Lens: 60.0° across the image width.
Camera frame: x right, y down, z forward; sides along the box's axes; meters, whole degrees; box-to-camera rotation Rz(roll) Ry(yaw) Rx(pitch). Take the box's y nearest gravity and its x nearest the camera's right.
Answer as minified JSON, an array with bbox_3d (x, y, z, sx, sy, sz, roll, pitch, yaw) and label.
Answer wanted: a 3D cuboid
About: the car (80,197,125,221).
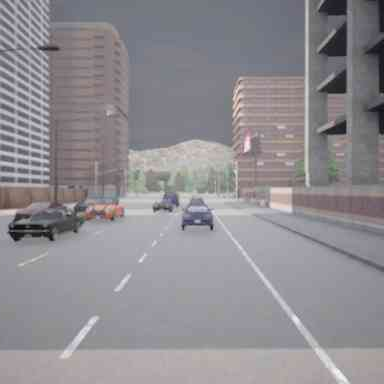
[{"bbox_3d":[-6.712,1.229,26.049,2.097,1.767,4.553,0,0,1],"label":"car"}]

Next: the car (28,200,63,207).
[{"bbox_3d":[-10.279,1.367,23.068,1.882,1.535,5.008,0,0,2],"label":"car"}]

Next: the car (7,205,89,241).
[{"bbox_3d":[-6.897,1.523,16.242,1.895,1.301,4.718,0,0,1],"label":"car"}]

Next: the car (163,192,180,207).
[{"bbox_3d":[-2.902,1.007,47.022,2.150,2.045,5.566,0,1,1],"label":"car"}]

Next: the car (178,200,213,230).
[{"bbox_3d":[0.334,1.431,20.419,1.812,1.442,4.674,0,0,1],"label":"car"}]

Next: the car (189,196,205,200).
[{"bbox_3d":[0.611,1.290,43.722,2.128,1.511,4.902,0,0,1],"label":"car"}]

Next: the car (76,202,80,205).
[{"bbox_3d":[-10.101,1.320,33.246,1.882,1.535,5.008,0,0,1],"label":"car"}]

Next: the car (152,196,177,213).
[{"bbox_3d":[-2.976,1.437,35.142,1.895,1.301,4.718,0,0,1],"label":"car"}]
